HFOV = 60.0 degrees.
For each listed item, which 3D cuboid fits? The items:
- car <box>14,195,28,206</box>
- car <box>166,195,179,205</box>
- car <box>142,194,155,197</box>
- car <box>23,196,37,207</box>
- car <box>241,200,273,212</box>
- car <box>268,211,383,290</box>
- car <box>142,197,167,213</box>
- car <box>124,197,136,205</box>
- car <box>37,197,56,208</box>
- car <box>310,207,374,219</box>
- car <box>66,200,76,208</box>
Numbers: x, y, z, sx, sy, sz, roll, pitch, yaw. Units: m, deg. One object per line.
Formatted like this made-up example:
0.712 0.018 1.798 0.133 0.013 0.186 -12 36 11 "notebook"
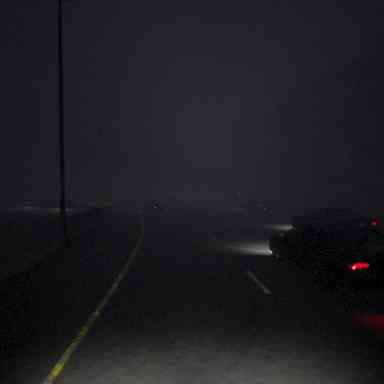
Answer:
-34.928 1.750 68.528 2.150 2.045 5.566 -1 0 -15 "car"
-3.915 1.432 62.044 2.097 1.767 4.553 -1 0 -16 "car"
-8.464 1.379 65.108 2.150 2.045 5.566 -1 0 -16 "car"
-29.692 2.018 62.684 2.128 1.511 4.902 -1 0 -16 "car"
7.105 1.489 37.114 1.895 1.301 4.718 -1 0 -14 "car"
3.688 1.487 8.990 2.033 1.411 5.357 -1 0 -5 "car"
-4.412 1.647 37.678 1.994 1.385 4.181 -1 0 -14 "car"
-11.928 1.720 64.585 1.837 1.490 4.892 -1 0 -16 "car"
-24.199 1.775 56.024 2.097 1.767 4.553 -1 0 -15 "car"
6.846 1.436 16.581 2.033 1.411 5.357 -1 0 -8 "car"
-19.977 1.950 54.025 1.895 1.301 4.718 -1 0 -15 "car"
